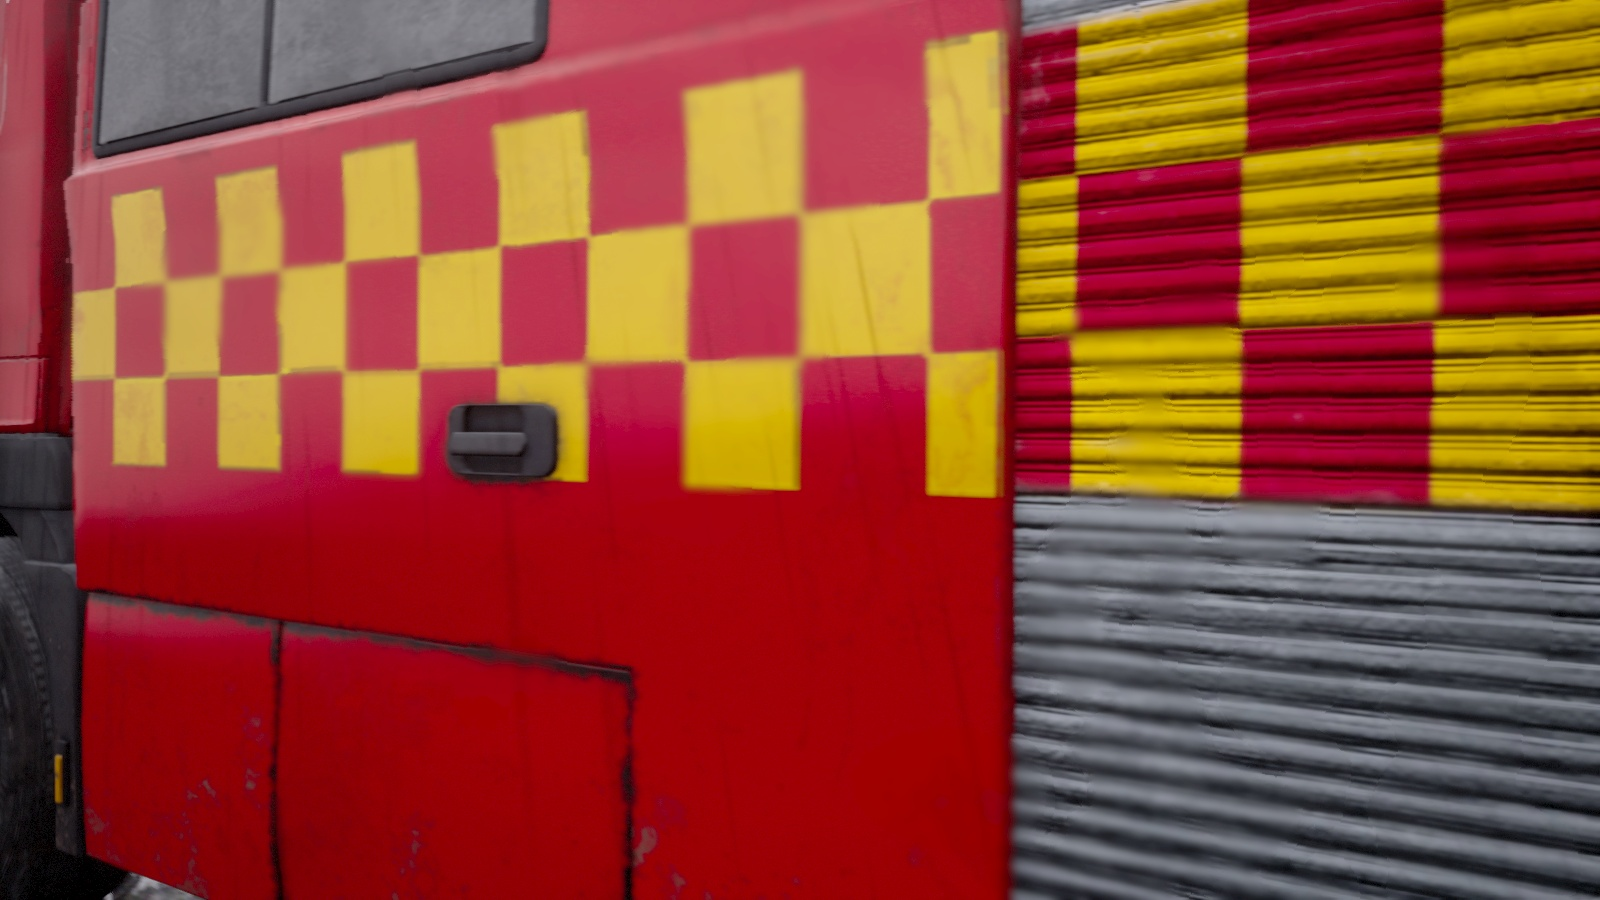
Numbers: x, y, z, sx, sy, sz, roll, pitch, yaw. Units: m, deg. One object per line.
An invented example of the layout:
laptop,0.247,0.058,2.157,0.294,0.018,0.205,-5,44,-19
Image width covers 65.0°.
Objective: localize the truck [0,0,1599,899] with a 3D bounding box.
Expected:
truck,-0.013,-0.465,3.610,8.468,3.827,2.891,0,1,34
